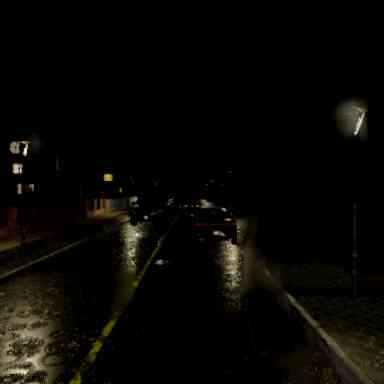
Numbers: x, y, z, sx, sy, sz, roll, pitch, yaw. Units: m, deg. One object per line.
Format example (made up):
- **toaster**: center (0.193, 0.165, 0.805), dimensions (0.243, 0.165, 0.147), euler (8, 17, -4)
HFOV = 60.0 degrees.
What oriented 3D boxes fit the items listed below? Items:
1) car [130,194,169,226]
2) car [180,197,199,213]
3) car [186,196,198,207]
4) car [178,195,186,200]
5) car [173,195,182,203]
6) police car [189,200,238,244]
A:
- **car**: center (-2.852, 1.204, 23.334), dimensions (2.150, 2.045, 5.566), euler (0, 0, 0)
- **car**: center (0.023, 1.517, 37.036), dimensions (2.033, 1.411, 5.357), euler (0, 0, 1)
- **car**: center (-0.002, 1.460, 50.188), dimensions (1.837, 1.490, 4.892), euler (0, 0, 0)
- **car**: center (-2.757, 1.413, 90.682), dimensions (1.895, 1.301, 4.718), euler (0, 0, 0)
- **car**: center (-2.771, 1.431, 65.177), dimensions (2.128, 1.511, 4.902), euler (0, 0, 0)
- **police car**: center (0.960, 1.413, 15.813), dimensions (1.930, 1.638, 5.238), euler (0, 0, 0)
